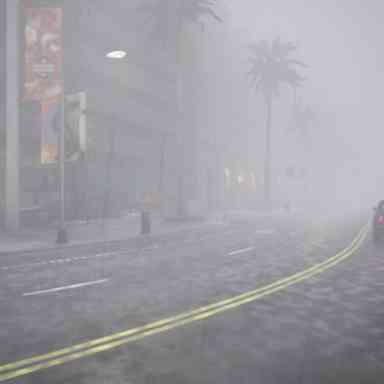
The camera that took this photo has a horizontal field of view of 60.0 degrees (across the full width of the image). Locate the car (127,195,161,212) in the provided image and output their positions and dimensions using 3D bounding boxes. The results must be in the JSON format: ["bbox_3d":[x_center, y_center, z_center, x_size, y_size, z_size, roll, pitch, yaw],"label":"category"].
[{"bbox_3d":[-6.191,1.489,44.207,2.435,2.045,5.566,-1,-1,31],"label":"car"}]

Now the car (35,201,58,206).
[{"bbox_3d":[-22.520,2.068,52.931,1.895,1.301,4.718,-1,-1,31],"label":"car"}]

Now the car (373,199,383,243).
[{"bbox_3d":[10.306,1.350,16.484,2.150,2.045,5.566,0,-1,32],"label":"car"}]

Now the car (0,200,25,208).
[{"bbox_3d":[-32.283,2.115,59.212,2.161,1.482,4.786,-1,-1,31],"label":"car"}]
